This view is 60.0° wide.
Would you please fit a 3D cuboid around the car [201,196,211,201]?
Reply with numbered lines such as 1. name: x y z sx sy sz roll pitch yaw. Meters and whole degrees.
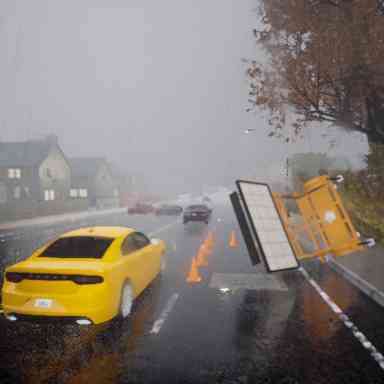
1. car: 3.226 1.682 73.265 1.837 1.490 4.892 0 0 7

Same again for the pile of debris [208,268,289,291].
1. pile of debris: 1.406 2.201 8.505 1.860 0.140 1.500 0 0 7

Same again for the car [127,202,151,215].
1. car: -5.169 1.761 34.394 1.895 1.301 4.718 0 0 7

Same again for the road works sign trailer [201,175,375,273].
1. road works sign trailer: 2.539 0.987 9.247 3.560 2.380 2.880 5 -30 -42

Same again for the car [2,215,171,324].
1. car: -1.897 1.517 7.412 1.882 1.535 5.008 0 0 7

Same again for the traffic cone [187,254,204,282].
1. traffic cone: 0.051 1.995 8.668 0.340 0.580 0.340 0 0 7

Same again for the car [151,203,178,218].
1. car: -2.193 1.744 32.061 1.895 1.301 4.718 0 0 7

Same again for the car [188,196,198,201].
1. car: 0.211 1.632 75.296 1.895 1.301 4.718 0 0 7

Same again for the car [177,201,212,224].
1. car: 0.491 1.660 25.904 2.033 1.411 5.357 0 0 7

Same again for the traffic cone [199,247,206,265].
1. traffic cone: 0.307 2.004 10.652 0.340 0.580 0.340 0 0 7
